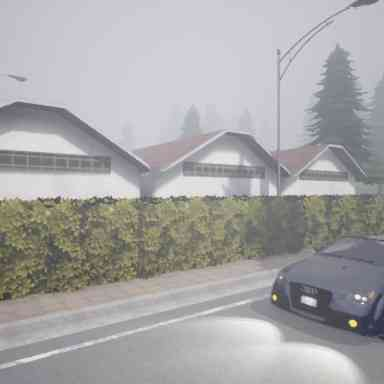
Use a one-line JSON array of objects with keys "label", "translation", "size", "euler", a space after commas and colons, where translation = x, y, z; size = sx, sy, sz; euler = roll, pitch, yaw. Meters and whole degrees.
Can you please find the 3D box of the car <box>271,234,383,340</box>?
[{"label": "car", "translation": [3.493, 1.564, 6.495], "size": [4.181, 1.385, 1.994], "euler": [0, 0, -36]}]
